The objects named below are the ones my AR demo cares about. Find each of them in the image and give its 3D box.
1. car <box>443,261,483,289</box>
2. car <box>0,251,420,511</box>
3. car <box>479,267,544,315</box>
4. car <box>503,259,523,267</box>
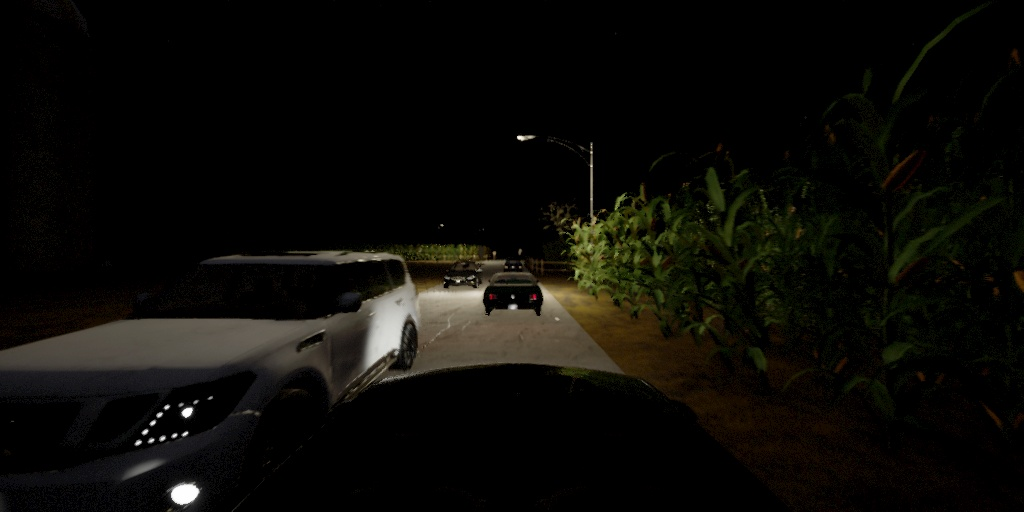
[{"bbox_3d":[-2.789,1.071,21.195,1.837,1.490,4.892,0,0,1],"label":"car"},{"bbox_3d":[-2.817,0.945,4.631,2.150,2.045,5.566,0,0,0],"label":"car"},{"bbox_3d":[0.051,1.244,13.074,1.895,1.301,4.718,0,1,1],"label":"car"},{"bbox_3d":[0.100,0.992,34.025,2.033,1.411,5.357,0,1,0],"label":"car"}]
